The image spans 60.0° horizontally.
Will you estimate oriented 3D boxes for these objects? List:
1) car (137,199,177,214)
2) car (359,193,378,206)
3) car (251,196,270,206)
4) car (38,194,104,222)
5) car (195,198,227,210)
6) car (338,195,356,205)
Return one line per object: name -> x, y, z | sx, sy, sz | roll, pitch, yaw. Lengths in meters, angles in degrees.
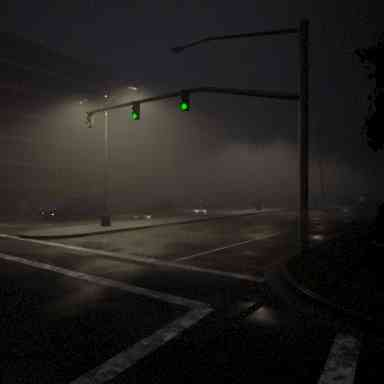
car -> -3.631, 1.478, 35.267 | 1.882, 1.535, 5.008 | 0, 0, 36
car -> 28.722, 1.221, 54.039 | 2.150, 2.045, 5.566 | 0, 0, 36
car -> 11.652, 1.520, 56.213 | 1.837, 1.490, 4.892 | 0, 0, 36
car -> -9.535, 1.222, 27.117 | 2.150, 2.045, 5.566 | 0, 0, 36
car -> 2.631, 1.547, 43.909 | 2.033, 1.411, 5.357 | 0, 0, 36
car -> 26.656, 1.352, 57.153 | 2.097, 1.767, 4.553 | 0, 0, 36
